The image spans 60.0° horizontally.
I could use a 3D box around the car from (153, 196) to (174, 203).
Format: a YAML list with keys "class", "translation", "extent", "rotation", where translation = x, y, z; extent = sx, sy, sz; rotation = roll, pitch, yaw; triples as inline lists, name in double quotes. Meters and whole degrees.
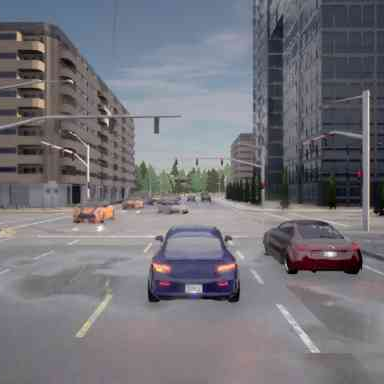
- class: "car"
  translation: [-4.005, 1.601, 47.823]
  extent: [1.895, 1.301, 4.718]
  rotation: [0, 0, 0]

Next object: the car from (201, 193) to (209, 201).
- class: "car"
  translation: [3.427, 1.225, 87.844]
  extent: [2.150, 2.045, 5.566]
  rotation: [0, 0, 1]

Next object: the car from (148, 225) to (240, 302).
- class: "car"
  translation: [0.044, 1.526, 8.114]
  extent: [1.812, 1.442, 4.674]
  rotation: [0, 0, 0]

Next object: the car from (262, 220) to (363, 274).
- class: "car"
  translation: [3.552, 1.564, 10.538]
  extent: [1.994, 1.385, 4.181]
  rotation: [0, 0, 0]

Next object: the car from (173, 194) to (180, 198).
- class: "car"
  translation: [-3.866, 1.477, 64.019]
  extent: [1.882, 1.535, 5.008]
  rotation: [0, 0, 1]

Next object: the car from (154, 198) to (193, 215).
- class: "car"
  translation: [-2.004, 1.627, 34.324]
  extent: [1.895, 1.301, 4.718]
  rotation: [0, 0, -24]

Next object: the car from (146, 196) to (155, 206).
- class: "car"
  translation: [-7.494, 1.491, 54.438]
  extent: [2.128, 1.511, 4.902]
  rotation: [0, 0, 0]

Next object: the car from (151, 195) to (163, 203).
- class: "car"
  translation: [-7.275, 1.478, 68.860]
  extent: [1.882, 1.535, 5.008]
  rotation: [0, 0, 1]

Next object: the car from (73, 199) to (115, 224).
- class: "car"
  translation: [-7.227, 1.378, 24.875]
  extent: [2.097, 1.767, 4.553]
  rotation: [0, 0, -1]

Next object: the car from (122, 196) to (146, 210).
- class: "car"
  translation: [-7.451, 1.353, 42.115]
  extent: [2.097, 1.767, 4.553]
  rotation: [0, 0, -1]

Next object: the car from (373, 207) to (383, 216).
- class: "car"
  translation: [19.447, 1.656, 30.726]
  extent: [4.718, 1.301, 1.895]
  rotation: [0, 0, 0]

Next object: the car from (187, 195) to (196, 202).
- class: "car"
  translation: [-0.180, 1.540, 77.472]
  extent: [2.033, 1.411, 5.357]
  rotation: [0, 0, 1]

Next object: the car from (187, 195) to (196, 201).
- class: "car"
  translation: [-0.074, 1.525, 87.816]
  extent: [2.128, 1.511, 4.902]
  rotation: [0, 0, 1]

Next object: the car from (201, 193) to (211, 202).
- class: "car"
  translation: [3.321, 1.355, 77.681]
  extent: [2.097, 1.767, 4.553]
  rotation: [0, 0, 1]
